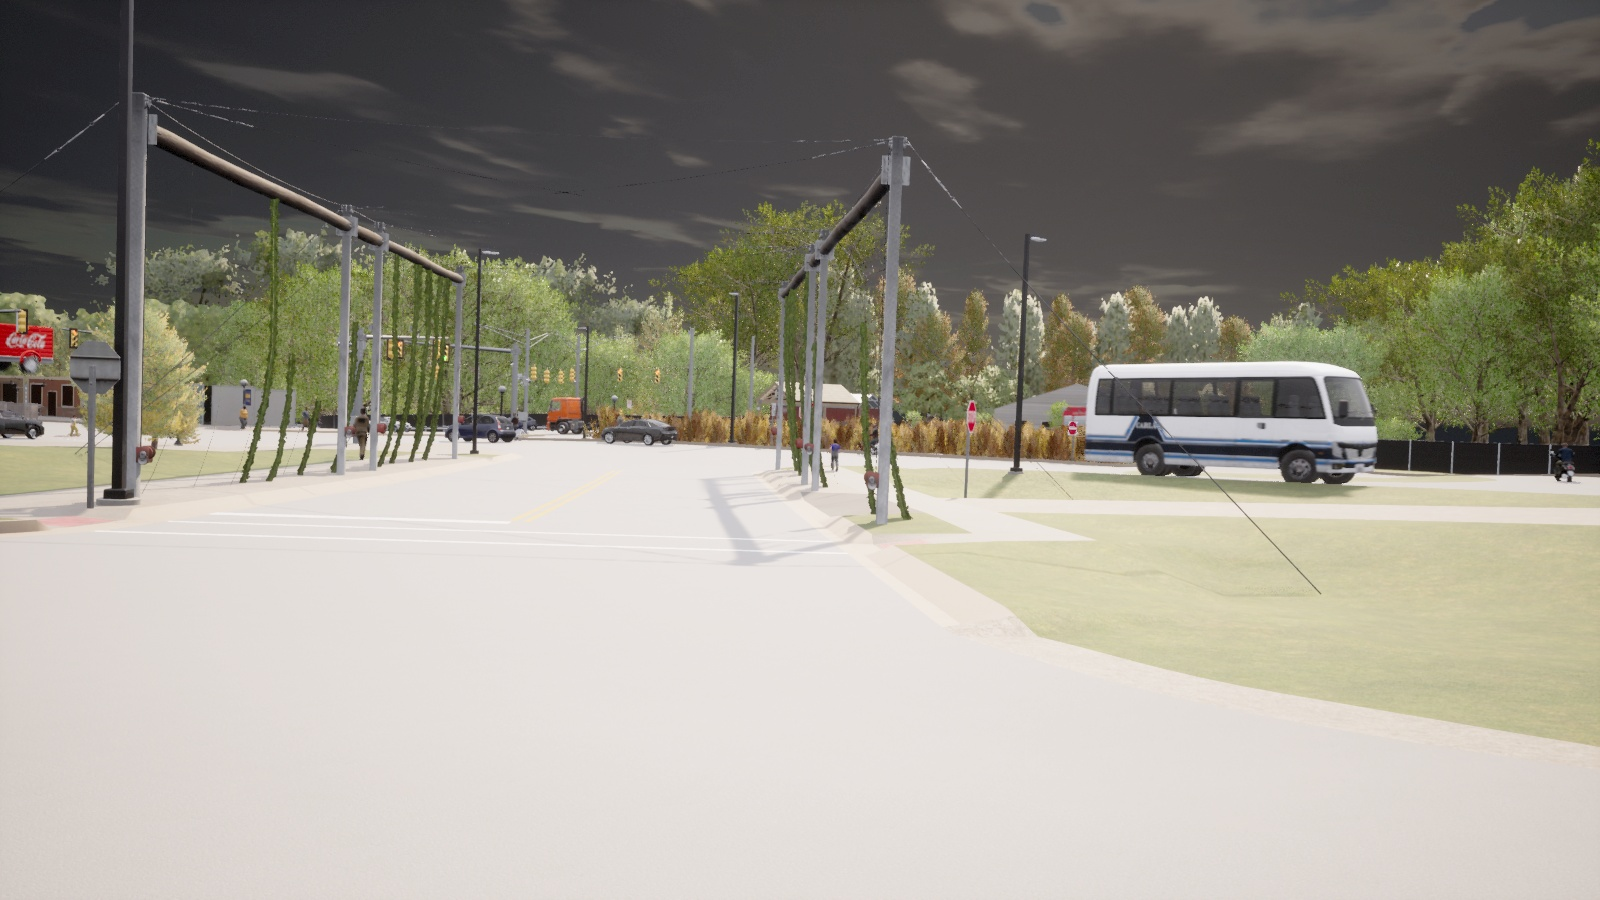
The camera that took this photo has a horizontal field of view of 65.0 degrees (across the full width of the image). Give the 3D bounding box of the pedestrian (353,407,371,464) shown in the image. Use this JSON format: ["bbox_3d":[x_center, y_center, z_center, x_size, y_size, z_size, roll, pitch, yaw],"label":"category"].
[{"bbox_3d":[-15.228,-0.516,43.689,0.396,1.930,0.692,2,2,-6],"label":"pedestrian"}]

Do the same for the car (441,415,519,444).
[{"bbox_3d":[-18.536,-1.215,72.725,3.988,1.617,1.851,1,2,20],"label":"car"}]

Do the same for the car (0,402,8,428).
[{"bbox_3d":[-53.706,-2.293,80.739,5.027,1.651,2.152,2,2,21],"label":"car"}]

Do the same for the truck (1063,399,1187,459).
[{"bbox_3d":[21.845,-1.485,85.022,2.891,3.827,8.468,0,2,-30],"label":"truck"}]

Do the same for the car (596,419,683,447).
[{"bbox_3d":[-9.358,-1.019,72.965,4.892,1.490,1.837,2,3,31],"label":"car"}]

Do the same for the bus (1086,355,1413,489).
[{"bbox_3d":[15.757,-1.068,44.936,3.944,4.253,10.273,-1,3,-42],"label":"bus"}]

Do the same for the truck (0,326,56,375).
[{"bbox_3d":[-43.540,-5.458,67.822,2.627,2.467,5.204,5,3,21],"label":"truck"}]

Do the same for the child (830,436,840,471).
[{"bbox_3d":[1.293,0.122,46.752,0.270,1.263,0.437,2,2,-4],"label":"child"}]

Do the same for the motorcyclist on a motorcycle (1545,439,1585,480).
[{"bbox_3d":[30.763,0.374,50.538,0.866,1.590,1.817,2,1,15],"label":"motorcyclist on a motorcycle"}]

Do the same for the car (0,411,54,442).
[{"bbox_3d":[-39.773,-1.179,61.964,2.128,1.511,4.902,2,1,16],"label":"car"}]
